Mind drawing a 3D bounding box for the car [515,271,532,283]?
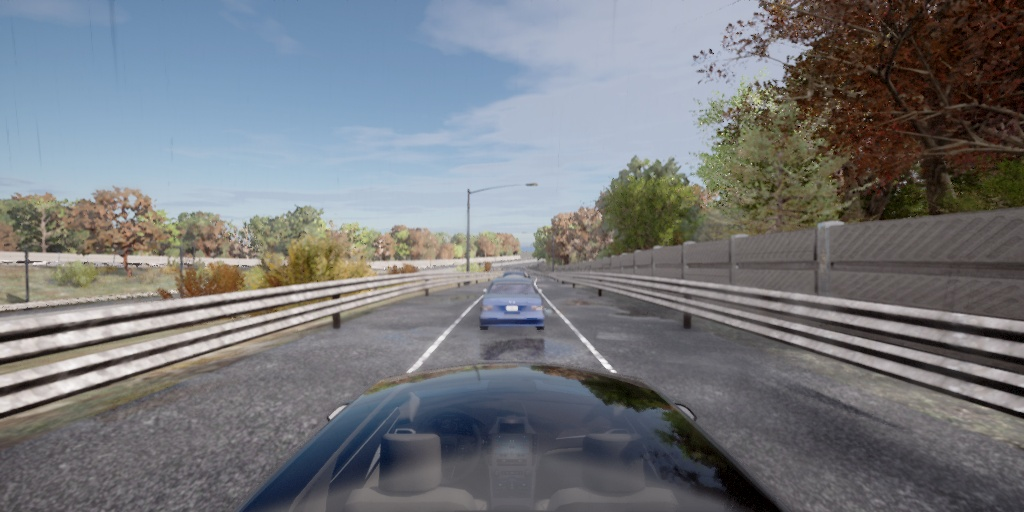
[{"bbox_3d":[1.592,2.854,49.544,2.128,1.511,4.902,0,-3,4],"label":"car"}]

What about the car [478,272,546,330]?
[{"bbox_3d":[0.014,1.385,11.340,2.033,1.411,5.357,0,-1,0],"label":"car"}]
